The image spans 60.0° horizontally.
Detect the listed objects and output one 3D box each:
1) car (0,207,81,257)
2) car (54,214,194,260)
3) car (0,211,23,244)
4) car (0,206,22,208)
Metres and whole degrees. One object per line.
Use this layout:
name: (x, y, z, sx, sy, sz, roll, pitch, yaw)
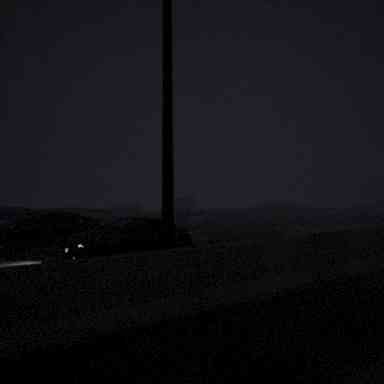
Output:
car: (-5.809, 1.465, 12.576, 4.892, 1.490, 1.837, 0, 0, -34)
car: (-2.014, 1.519, 10.891, 4.181, 1.385, 1.994, 0, 0, -33)
car: (-9.907, 1.569, 14.017, 4.718, 1.301, 1.895, 0, 0, -35)
car: (-10.076, 1.496, 18.178, 5.357, 1.411, 2.033, 0, 0, -34)
